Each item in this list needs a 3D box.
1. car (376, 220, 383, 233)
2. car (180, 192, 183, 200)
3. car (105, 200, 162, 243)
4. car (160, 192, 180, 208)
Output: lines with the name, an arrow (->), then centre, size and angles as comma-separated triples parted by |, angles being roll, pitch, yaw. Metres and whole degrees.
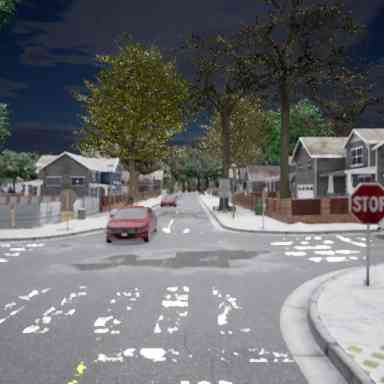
car -> 10.292, 1.084, 13.726 | 4.902, 1.511, 2.128 | -2, 0, 0
car -> -2.882, 0.722, 66.111 | 1.812, 1.442, 4.674 | 0, 1, 0
car -> -2.787, 1.408, 16.163 | 1.882, 1.535, 5.008 | -1, 2, 0
car -> -2.833, 1.124, 41.128 | 1.882, 1.535, 5.008 | 0, 1, 0
